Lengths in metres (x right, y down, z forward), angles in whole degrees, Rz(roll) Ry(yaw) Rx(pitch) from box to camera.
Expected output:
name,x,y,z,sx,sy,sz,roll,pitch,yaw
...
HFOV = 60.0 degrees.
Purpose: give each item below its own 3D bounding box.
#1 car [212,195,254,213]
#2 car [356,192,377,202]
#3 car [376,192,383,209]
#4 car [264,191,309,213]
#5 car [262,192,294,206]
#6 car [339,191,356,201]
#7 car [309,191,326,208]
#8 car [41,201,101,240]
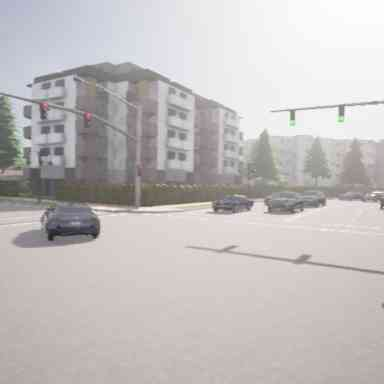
name,x,y,z,sx,sy,sz,roll,pitch,yaw
car,3.385,0.930,26.998,1.895,1.301,4.718,2,2,30
car,27.320,0.711,49.406,4.902,1.511,2.128,0,2,-31
car,20.885,0.991,34.556,1.837,1.490,4.892,2,2,38
car,7.928,0.754,27.768,2.097,1.767,4.553,2,2,31
car,9.613,0.750,37.014,1.994,1.385,4.181,2,2,35
car,25.164,0.624,52.181,4.674,1.442,1.812,0,2,-32
car,12.713,0.648,35.385,2.097,1.767,4.553,2,2,35
car,-5.194,1.064,14.094,1.994,1.385,4.181,1,2,-27
